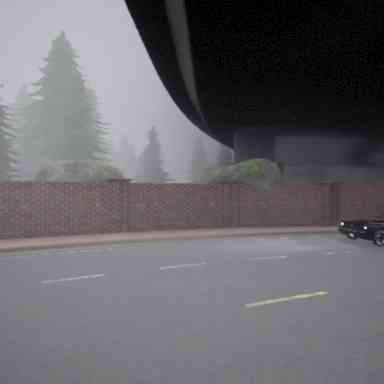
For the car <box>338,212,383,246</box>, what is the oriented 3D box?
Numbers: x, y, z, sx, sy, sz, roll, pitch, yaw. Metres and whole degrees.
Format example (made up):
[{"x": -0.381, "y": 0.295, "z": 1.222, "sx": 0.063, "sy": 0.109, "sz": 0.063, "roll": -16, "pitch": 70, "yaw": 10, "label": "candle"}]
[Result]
[{"x": 8.875, "y": 1.509, "z": 14.359, "sx": 4.718, "sy": 1.301, "sz": 1.895, "roll": 0, "pitch": 1, "yaw": -10, "label": "car"}]
